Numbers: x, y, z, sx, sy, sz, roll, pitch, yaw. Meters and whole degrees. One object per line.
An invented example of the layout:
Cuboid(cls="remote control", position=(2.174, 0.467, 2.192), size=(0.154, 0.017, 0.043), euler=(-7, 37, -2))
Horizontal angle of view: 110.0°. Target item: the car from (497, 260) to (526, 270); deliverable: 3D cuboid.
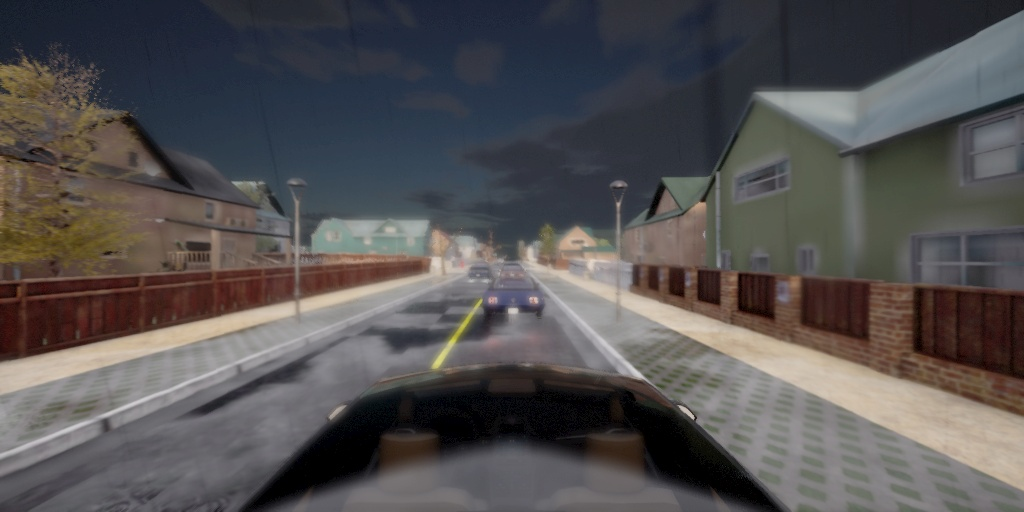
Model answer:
Cuboid(cls="car", position=(0.044, 1.254, 25.710), size=(2.033, 1.411, 5.357), euler=(0, 0, 1))

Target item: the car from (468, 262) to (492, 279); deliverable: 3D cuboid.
Cuboid(cls="car", position=(-2.797, 1.248, 32.552), size=(2.033, 1.411, 5.357), euler=(0, 0, 0))

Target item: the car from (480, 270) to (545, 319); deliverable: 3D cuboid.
Cuboid(cls="car", position=(0.058, 1.326, 12.719), size=(1.895, 1.301, 4.718), euler=(0, 0, 0))
